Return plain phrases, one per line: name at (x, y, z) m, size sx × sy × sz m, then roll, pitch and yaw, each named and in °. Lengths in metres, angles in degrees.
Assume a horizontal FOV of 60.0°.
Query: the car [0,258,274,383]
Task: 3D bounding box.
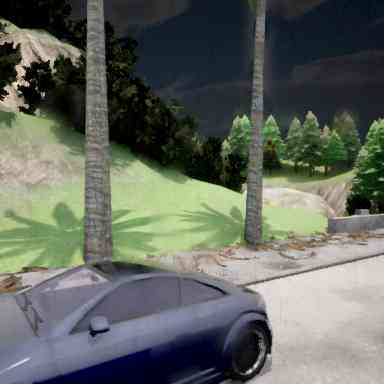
car at (-0.997, 1.564, 3.895) m, size 4.181 × 1.385 × 1.994 m, roll 0°, pitch 0°, yaw -35°
